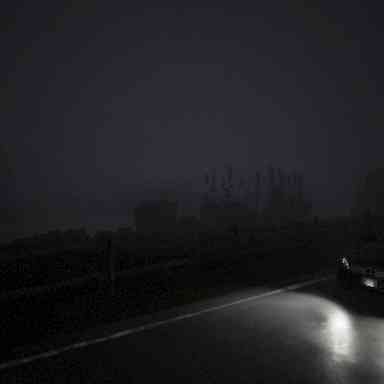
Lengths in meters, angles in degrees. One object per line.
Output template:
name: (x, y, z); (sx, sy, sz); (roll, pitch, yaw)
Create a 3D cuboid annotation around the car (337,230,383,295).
car: (5.313, 1.456, 7.712); (4.674, 1.442, 1.812); (0, 0, -35)
